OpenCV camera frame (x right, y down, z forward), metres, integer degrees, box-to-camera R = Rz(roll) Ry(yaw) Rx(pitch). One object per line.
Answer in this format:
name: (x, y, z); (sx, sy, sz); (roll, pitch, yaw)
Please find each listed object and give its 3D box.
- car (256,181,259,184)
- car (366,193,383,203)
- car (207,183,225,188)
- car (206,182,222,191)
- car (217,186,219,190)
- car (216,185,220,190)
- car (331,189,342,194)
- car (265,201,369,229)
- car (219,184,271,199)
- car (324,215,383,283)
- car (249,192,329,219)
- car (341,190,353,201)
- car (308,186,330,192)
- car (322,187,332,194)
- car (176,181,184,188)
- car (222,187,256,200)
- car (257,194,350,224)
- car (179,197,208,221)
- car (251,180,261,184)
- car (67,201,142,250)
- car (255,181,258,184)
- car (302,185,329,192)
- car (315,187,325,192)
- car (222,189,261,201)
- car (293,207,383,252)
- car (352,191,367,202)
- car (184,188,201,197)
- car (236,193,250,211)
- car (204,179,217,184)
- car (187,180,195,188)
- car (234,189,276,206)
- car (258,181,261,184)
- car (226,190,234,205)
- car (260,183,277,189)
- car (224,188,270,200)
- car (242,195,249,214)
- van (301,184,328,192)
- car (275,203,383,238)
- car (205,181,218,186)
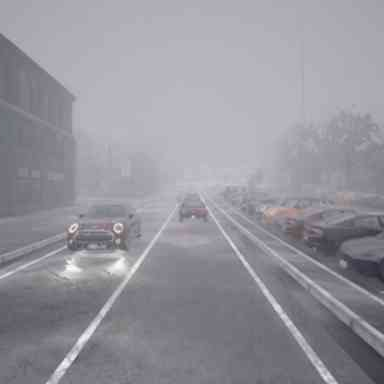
car: (19.719, -1.280, 85.813); (4.792, 1.488, 2.163); (0, 4, 0)
car: (19.645, 0.992, 31.149); (5.008, 1.535, 2.097); (0, 2, 0)
car: (6.727, -1.831, 94.212); (4.892, 1.521, 2.231); (0, 4, 0)
car: (6.622, -1.103, 83.132); (4.792, 1.488, 2.163); (0, 4, 0)
car: (6.737, 0.144, 50.551); (4.792, 1.488, 2.163); (0, 3, 0)
car: (6.699, -0.011, 53.331); (4.792, 1.488, 2.163); (0, 3, 0)
car: (19.894, 0.674, 39.378); (5.366, 1.575, 1.946); (0, 3, 0)
car: (6.473, 1.394, 17.135); (4.674, 1.452, 2.002); (0, 1, 0)
car: (6.677, 0.302, 42.190); (5.566, 2.045, 2.435); (0, 3, 0)
car: (6.381, 1.494, 8.770); (4.792, 1.488, 2.163); (0, 0, 0)
car: (6.541, 1.114, 22.698); (4.553, 1.767, 2.185); (0, 1, 0)
car: (19.661, 0.819, 36.728); (4.792, 1.488, 2.163); (0, 2, 0)
car: (19.772, 0.295, 47.871); (4.674, 1.452, 2.002); (0, 3, 0)
car: (19.914, 0.545, 42.171); (5.366, 1.575, 1.946); (0, 3, 0)
car: (-3.409, -2.112, 93.548); (2.150, 2.045, 5.566); (0, 3, 0)
car: (6.719, 0.143, 47.761); (4.553, 1.767, 2.185); (0, 3, 0)
car: (6.521, 1.175, 19.919); (4.553, 1.767, 2.185); (0, 1, 0)
car: (0.079, 1.269, 23.643); (1.895, 1.301, 4.718); (0, 1, 0)
car: (19.598, -1.661, 91.342); (5.366, 1.575, 1.946); (0, 4, 0)
car: (-3.355, 1.217, 13.502); (2.097, 1.767, 4.553); (0, 1, 0)
car: (19.763, -1.444, 88.578); (4.674, 1.452, 2.002); (0, 4, 0)
car: (19.792, 0.141, 50.652); (4.674, 1.452, 2.002); (0, 3, 0)
car: (19.777, 0.439, 44.962); (4.792, 1.488, 2.163); (0, 3, 0)
car: (6.663, 0.415, 44.992); (5.008, 1.535, 2.097); (0, 3, 0)
car: (6.425, 1.436, 11.557); (5.008, 1.535, 2.097); (0, 1, 0)
car: (19.665, 0.895, 33.937); (5.008, 1.535, 2.097); (0, 2, 0)
car: (0.039, 0.640, 41.905); (2.128, 1.511, 4.902); (0, 2, 0)
car: (6.520, 1.118, 28.275); (4.792, 1.488, 2.163); (0, 2, 0)
car: (6.715, -1.733, 88.655); (5.566, 2.045, 2.435); (0, 4, 0)
car: (-0.158, -1.755, 90.850); (1.837, 1.490, 4.892); (0, 3, 0)
car: (6.538, 0.875, 31.057); (4.553, 1.767, 2.185); (0, 2, 0)
car: (19.763, -1.268, 83.163); (4.553, 1.767, 2.185); (0, 4, 0)
car: (6.580, 0.829, 36.640); (4.792, 1.488, 2.163); (0, 2, 0)
car: (19.709, -0.969, 80.405); (5.008, 1.535, 2.097); (0, 4, 0)
car: (6.623, 0.682, 39.416); (4.892, 1.521, 2.231); (0, 2, 0)
car: (6.559, 1.197, 25.489); (4.792, 1.488, 2.163); (0, 1, 0)
van: (19.681, -0.271, 53.307); (4.442, 1.987, 1.878); (-1, 3, 0)
car: (6.444, 1.399, 14.346); (5.008, 1.535, 2.097); (0, 1, 0)
car: (6.674, -1.308, 85.900); (5.008, 1.535, 2.097); (0, 4, 0)
